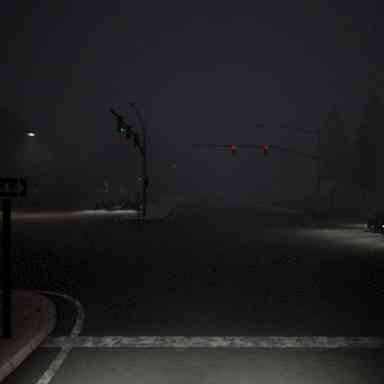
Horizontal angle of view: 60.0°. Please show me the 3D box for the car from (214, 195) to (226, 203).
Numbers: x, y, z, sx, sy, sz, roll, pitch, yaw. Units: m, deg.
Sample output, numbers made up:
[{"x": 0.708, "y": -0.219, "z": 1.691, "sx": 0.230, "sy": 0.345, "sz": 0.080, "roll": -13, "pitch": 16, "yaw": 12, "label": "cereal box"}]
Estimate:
[{"x": 6.403, "y": 1.612, "z": 73.521, "sx": 1.812, "sy": 1.442, "sz": 4.674, "roll": 0, "pitch": 0, "yaw": -1, "label": "car"}]

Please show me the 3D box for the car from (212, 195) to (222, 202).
[{"x": 6.248, "y": 1.581, "z": 83.596, "sx": 2.128, "sy": 1.511, "sz": 4.902, "roll": 0, "pitch": 0, "yaw": -1, "label": "car"}]

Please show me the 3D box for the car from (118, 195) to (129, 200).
[{"x": -11.888, "y": 1.590, "z": 53.877, "sx": 1.812, "sy": 1.442, "sz": 4.674, "roll": 0, "pitch": 0, "yaw": -1, "label": "car"}]

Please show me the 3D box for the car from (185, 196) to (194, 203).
[{"x": -0.591, "y": 1.565, "z": 73.040, "sx": 1.882, "sy": 1.535, "sz": 5.008, "roll": 0, "pitch": 0, "yaw": -1, "label": "car"}]

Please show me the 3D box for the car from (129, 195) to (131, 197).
[{"x": -11.997, "y": 1.429, "z": 64.311, "sx": 2.097, "sy": 1.767, "sz": 4.553, "roll": 0, "pitch": 0, "yaw": 0, "label": "car"}]

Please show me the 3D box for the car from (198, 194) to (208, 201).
[{"x": 2.749, "y": 1.419, "z": 83.528, "sx": 2.097, "sy": 1.767, "sz": 4.553, "roll": 0, "pitch": 0, "yaw": -1, "label": "car"}]

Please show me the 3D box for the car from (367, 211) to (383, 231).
[{"x": 12.412, "y": 1.373, "z": 18.767, "sx": 4.553, "sy": 1.767, "sz": 2.097, "roll": 0, "pitch": 0, "yaw": 0, "label": "car"}]

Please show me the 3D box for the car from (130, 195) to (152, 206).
[{"x": -8.403, "y": 1.613, "z": 54.751, "sx": 2.033, "sy": 1.411, "sz": 5.357, "roll": 0, "pitch": 0, "yaw": -1, "label": "car"}]

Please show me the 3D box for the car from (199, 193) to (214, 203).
[{"x": 2.911, "y": 1.312, "z": 73.005, "sx": 2.150, "sy": 2.045, "sz": 5.566, "roll": 0, "pitch": 0, "yaw": -1, "label": "car"}]

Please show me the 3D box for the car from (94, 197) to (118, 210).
[{"x": -11.762, "y": 1.654, "z": 44.976, "sx": 1.895, "sy": 1.301, "sz": 4.718, "roll": 0, "pitch": 0, "yaw": -1, "label": "car"}]

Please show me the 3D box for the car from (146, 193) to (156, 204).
[{"x": -8.517, "y": 1.297, "z": 66.236, "sx": 2.150, "sy": 2.045, "sz": 5.566, "roll": 0, "pitch": 0, "yaw": 0, "label": "car"}]

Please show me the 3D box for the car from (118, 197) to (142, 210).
[{"x": -8.263, "y": 1.655, "z": 45.106, "sx": 1.895, "sy": 1.301, "sz": 4.718, "roll": 0, "pitch": 0, "yaw": -1, "label": "car"}]

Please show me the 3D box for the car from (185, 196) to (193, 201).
[{"x": -0.751, "y": 1.604, "z": 83.478, "sx": 1.994, "sy": 1.385, "sz": 4.181, "roll": 0, "pitch": 0, "yaw": -1, "label": "car"}]
